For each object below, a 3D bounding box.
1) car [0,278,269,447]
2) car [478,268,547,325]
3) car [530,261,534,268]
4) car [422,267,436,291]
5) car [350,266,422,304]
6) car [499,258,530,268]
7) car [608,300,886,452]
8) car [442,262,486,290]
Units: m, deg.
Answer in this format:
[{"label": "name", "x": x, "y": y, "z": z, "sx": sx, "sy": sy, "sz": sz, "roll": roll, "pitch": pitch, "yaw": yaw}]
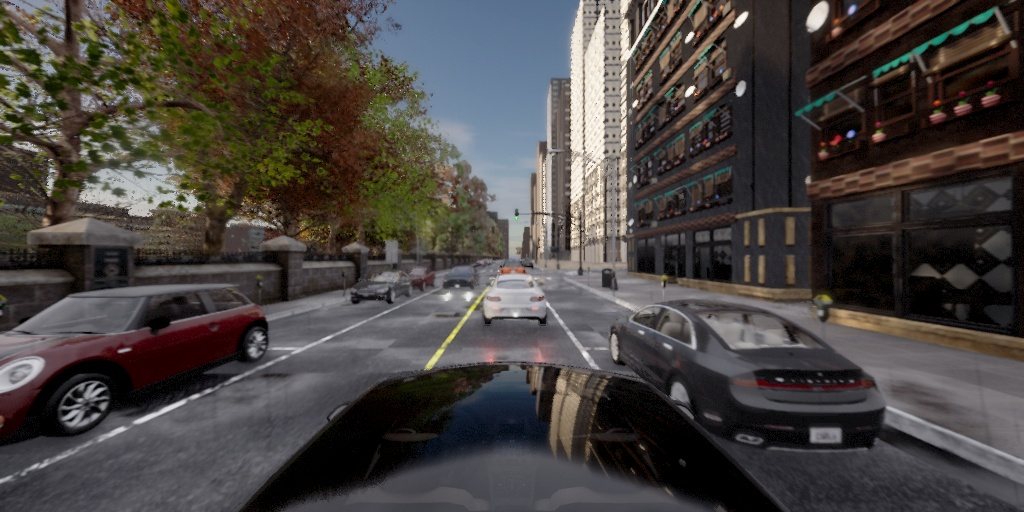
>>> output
[{"label": "car", "x": -5.693, "y": 1.194, "z": 5.250, "sx": 1.967, "sy": 1.591, "sz": 4.097, "roll": 0, "pitch": 0, "yaw": 0}, {"label": "car", "x": 0.095, "y": 1.287, "z": 11.687, "sx": 1.812, "sy": 1.442, "sz": 4.674, "roll": 0, "pitch": 0, "yaw": 0}, {"label": "car", "x": 2.671, "y": 1.408, "z": 59.786, "sx": 1.948, "sy": 1.339, "sz": 4.313, "roll": 0, "pitch": 0, "yaw": 0}, {"label": "car", "x": -5.827, "y": 1.320, "z": 21.865, "sx": 1.888, "sy": 1.381, "sz": 4.507, "roll": 0, "pitch": 0, "yaw": 0}, {"label": "car", "x": -5.774, "y": 1.318, "z": 16.326, "sx": 2.007, "sy": 1.370, "sz": 4.403, "roll": 0, "pitch": 0, "yaw": 0}, {"label": "car", "x": 0.091, "y": 1.136, "z": 28.181, "sx": 2.097, "sy": 1.767, "sz": 4.553, "roll": 0, "pitch": 0, "yaw": 0}, {"label": "car", "x": 2.687, "y": 1.305, "z": 5.255, "sx": 2.007, "sy": 1.370, "sz": 4.403, "roll": 0, "pitch": 0, "yaw": 0}, {"label": "car", "x": -3.067, "y": 1.323, "z": 22.822, "sx": 2.033, "sy": 1.411, "sz": 5.357, "roll": 0, "pitch": 0, "yaw": 0}]
